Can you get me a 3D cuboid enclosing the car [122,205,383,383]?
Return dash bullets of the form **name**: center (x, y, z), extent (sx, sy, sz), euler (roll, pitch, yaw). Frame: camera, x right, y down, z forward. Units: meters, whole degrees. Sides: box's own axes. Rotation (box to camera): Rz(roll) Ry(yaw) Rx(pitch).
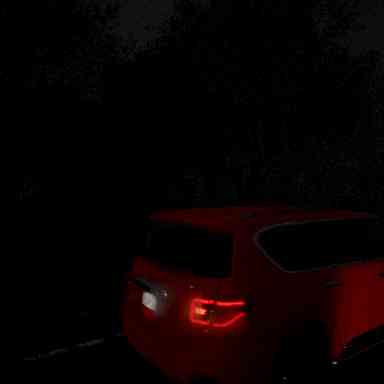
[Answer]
- **car**: center (1.743, 1.222, 4.988), extent (5.566, 2.045, 2.150), euler (0, 0, -35)
